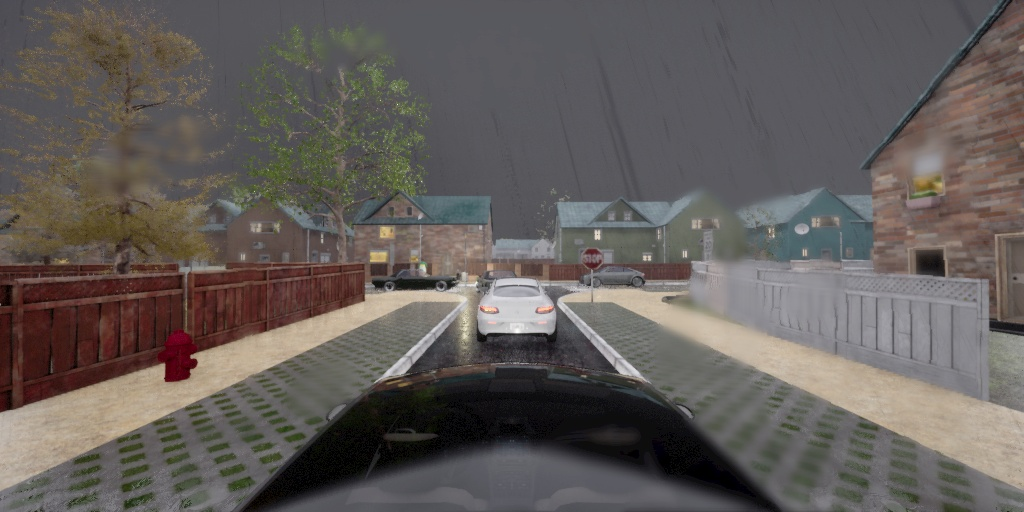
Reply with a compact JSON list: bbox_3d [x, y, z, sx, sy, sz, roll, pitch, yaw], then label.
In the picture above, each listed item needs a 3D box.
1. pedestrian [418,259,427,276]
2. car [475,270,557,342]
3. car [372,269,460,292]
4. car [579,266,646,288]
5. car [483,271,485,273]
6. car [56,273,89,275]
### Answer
[{"bbox_3d":[-6.684,1.118,26.753,0.375,1.860,0.375,0,-1,1],"label":"pedestrian"},{"bbox_3d":[0.108,1.279,9.660,1.812,1.442,4.674,0,0,0],"label":"car"},{"bbox_3d":[-5.469,1.416,20.867,4.718,1.301,1.895,-1,-1,1],"label":"car"},{"bbox_3d":[6.553,1.344,23.650,4.181,1.385,1.994,0,-1,1],"label":"car"},{"bbox_3d":[-0.746,1.366,18.479,1.895,1.301,4.718,0,-1,-12],"label":"car"},{"bbox_3d":[-25.594,1.632,21.150,4.718,1.301,1.895,-1,-1,1],"label":"car"}]
